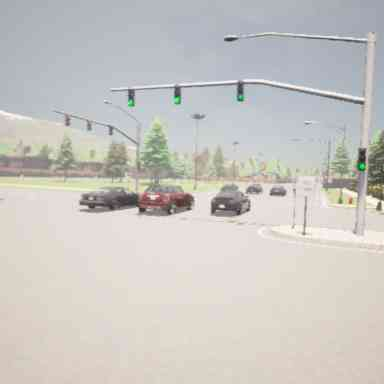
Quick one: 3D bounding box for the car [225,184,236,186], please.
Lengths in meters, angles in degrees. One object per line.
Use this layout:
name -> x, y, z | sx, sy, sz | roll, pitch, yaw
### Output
car -> 5.786, -0.558, 49.599 | 1.994, 1.385, 4.181 | 3, 3, 21

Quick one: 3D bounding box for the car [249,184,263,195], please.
car -> 9.190, -0.430, 48.709 | 1.812, 1.442, 4.674 | 3, 3, 21

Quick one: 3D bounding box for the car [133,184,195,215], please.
car -> -1.437, 0.310, 20.727 | 2.097, 1.767, 4.553 | 3, 3, 21

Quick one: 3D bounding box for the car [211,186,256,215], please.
car -> 2.569, 0.598, 21.450 | 1.812, 1.442, 4.674 | 3, 3, 21

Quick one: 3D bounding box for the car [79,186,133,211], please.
car -> -4.919, 0.345, 21.431 | 2.033, 1.411, 5.357 | 3, 3, 21

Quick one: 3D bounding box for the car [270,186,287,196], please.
car -> 12.147, -0.187, 46.651 | 1.994, 1.385, 4.181 | 3, 3, 21
